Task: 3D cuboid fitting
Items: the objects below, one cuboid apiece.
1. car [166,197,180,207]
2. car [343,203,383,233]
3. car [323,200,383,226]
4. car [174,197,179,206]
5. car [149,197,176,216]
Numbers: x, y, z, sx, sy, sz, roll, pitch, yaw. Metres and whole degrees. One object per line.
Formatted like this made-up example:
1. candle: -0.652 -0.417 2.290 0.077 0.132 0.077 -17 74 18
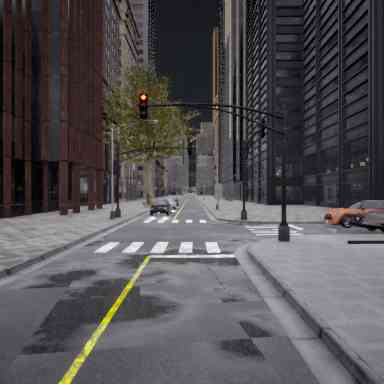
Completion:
1. car: -3.062 1.580 54.147 2.033 1.411 5.357 0 0 0
2. car: 11.534 1.491 18.108 5.357 1.411 2.033 0 0 0
3. car: 10.855 1.311 21.207 4.553 1.767 2.097 0 0 0
4. car: -3.069 1.539 43.668 1.812 1.442 4.674 0 0 0
5. car: -3.084 1.553 33.498 2.033 1.411 5.357 0 0 0
